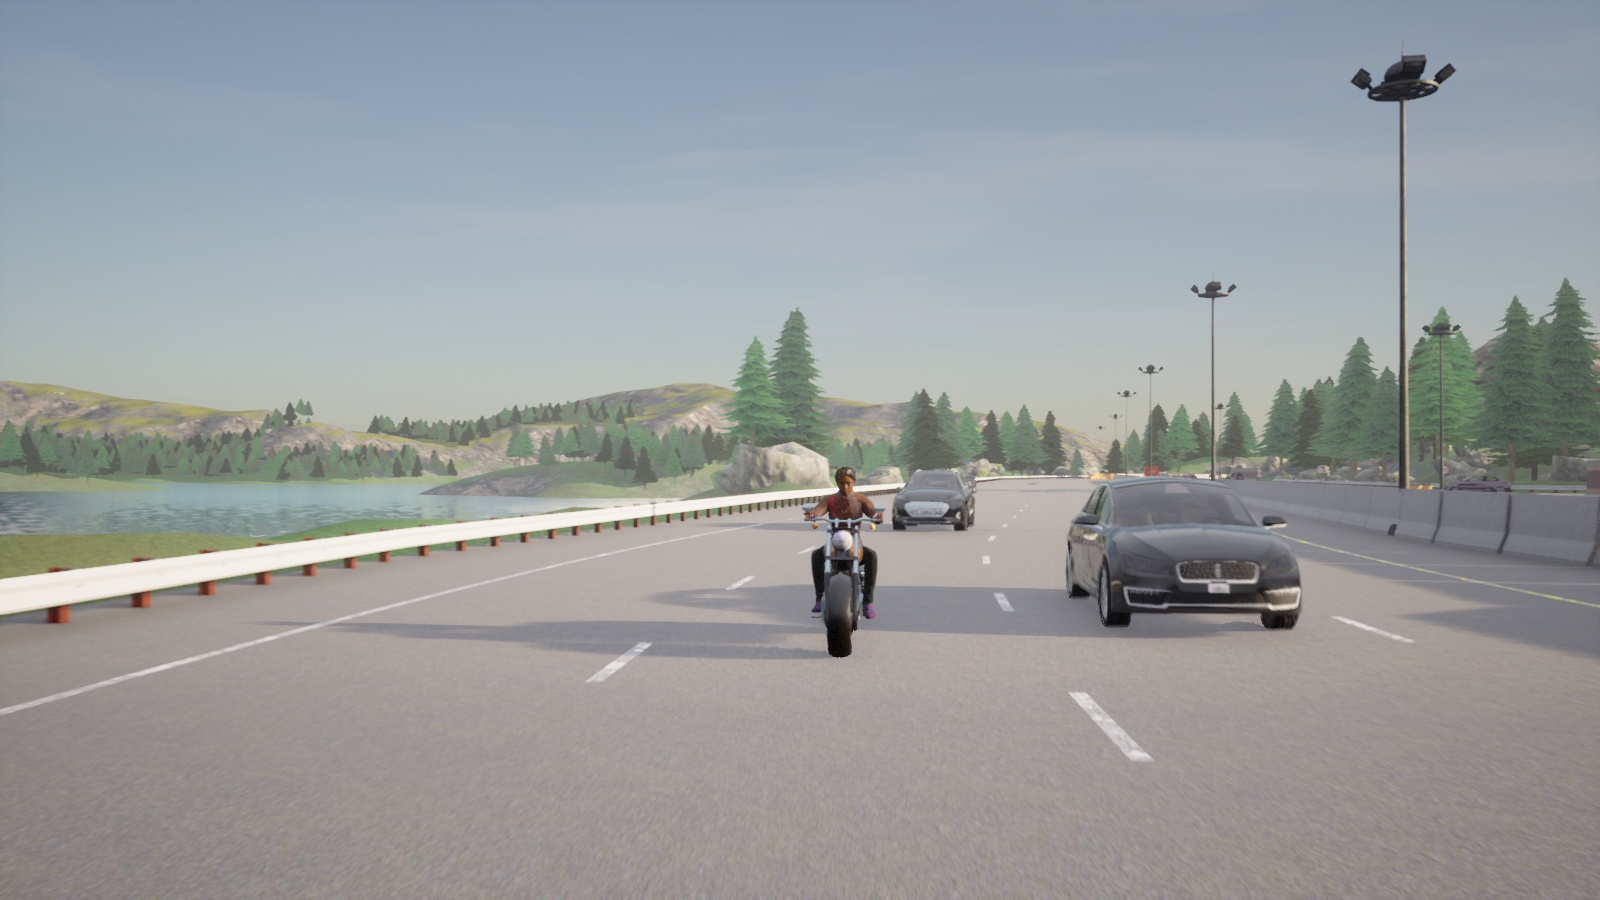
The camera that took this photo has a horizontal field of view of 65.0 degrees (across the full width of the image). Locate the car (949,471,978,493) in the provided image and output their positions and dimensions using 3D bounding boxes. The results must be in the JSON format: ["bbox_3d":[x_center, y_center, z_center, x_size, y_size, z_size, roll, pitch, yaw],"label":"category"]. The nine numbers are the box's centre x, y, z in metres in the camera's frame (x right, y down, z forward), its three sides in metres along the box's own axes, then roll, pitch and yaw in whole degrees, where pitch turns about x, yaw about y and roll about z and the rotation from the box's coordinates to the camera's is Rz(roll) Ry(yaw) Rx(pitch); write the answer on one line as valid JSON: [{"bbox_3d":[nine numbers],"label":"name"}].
[{"bbox_3d":[11.547,2.231,88.533,1.789,1.549,3.705,0,-1,12],"label":"car"}]

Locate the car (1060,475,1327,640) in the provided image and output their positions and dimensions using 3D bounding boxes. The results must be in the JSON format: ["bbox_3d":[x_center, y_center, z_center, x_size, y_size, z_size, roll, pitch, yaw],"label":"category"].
[{"bbox_3d":[4.118,1.038,13.999,1.837,1.490,4.892,-1,-1,5],"label":"car"}]

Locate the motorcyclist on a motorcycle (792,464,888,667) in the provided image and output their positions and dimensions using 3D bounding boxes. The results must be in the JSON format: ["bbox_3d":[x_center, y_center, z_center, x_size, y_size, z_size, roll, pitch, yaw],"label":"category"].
[{"bbox_3d":[0.410,0.955,11.422,0.766,1.649,2.350,0,-1,4],"label":"motorcyclist on a motorcycle"}]

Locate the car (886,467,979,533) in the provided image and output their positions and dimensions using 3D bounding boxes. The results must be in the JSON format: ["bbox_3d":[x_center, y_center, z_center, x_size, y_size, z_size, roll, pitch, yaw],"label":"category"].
[{"bbox_3d":[3.698,1.302,34.202,2.033,1.649,4.856,0,-1,12],"label":"car"}]
